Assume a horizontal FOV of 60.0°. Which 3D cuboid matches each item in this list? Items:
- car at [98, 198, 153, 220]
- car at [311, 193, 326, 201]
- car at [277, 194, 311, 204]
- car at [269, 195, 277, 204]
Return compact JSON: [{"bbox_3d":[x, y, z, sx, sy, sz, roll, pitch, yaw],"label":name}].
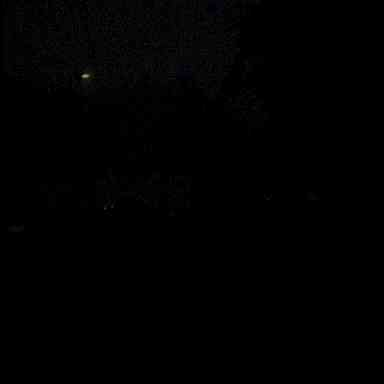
[{"bbox_3d":[-5.219,1.257,26.868,2.097,1.767,4.553,-5,-2,41],"label":"car"},{"bbox_3d":[21.704,0.923,57.866,1.994,1.385,4.181,-5,-2,41],"label":"car"},{"bbox_3d":[15.578,1.063,50.722,2.033,1.411,5.357,-5,-2,41],"label":"car"},{"bbox_3d":[14.140,1.184,53.751,1.837,1.490,4.892,-4,-3,41],"label":"car"}]
